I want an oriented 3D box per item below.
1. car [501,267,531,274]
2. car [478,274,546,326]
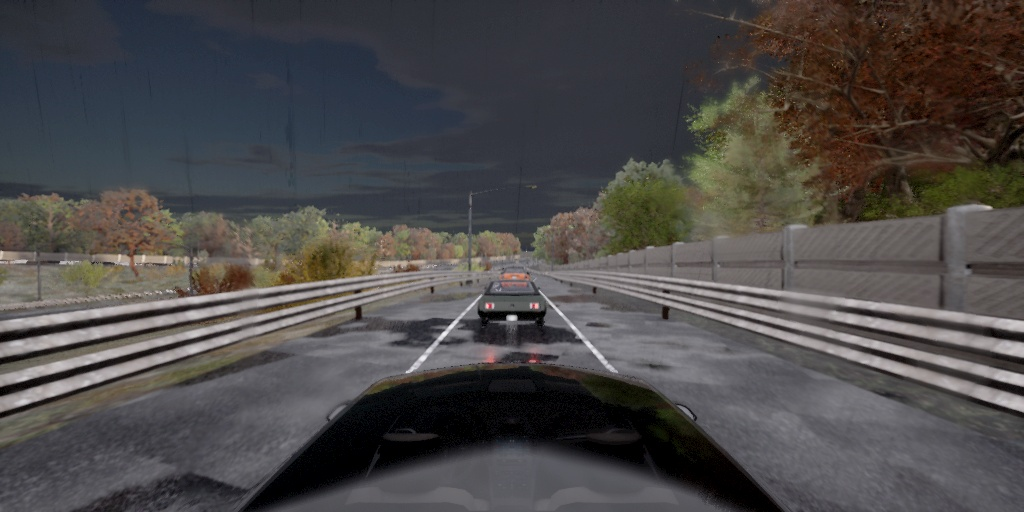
[{"bbox_3d":[0.233,1.598,26.596,2.097,1.767,4.553,0,-2,1],"label":"car"},{"bbox_3d":[0.010,1.415,11.888,1.895,1.301,4.718,0,-1,0],"label":"car"}]
